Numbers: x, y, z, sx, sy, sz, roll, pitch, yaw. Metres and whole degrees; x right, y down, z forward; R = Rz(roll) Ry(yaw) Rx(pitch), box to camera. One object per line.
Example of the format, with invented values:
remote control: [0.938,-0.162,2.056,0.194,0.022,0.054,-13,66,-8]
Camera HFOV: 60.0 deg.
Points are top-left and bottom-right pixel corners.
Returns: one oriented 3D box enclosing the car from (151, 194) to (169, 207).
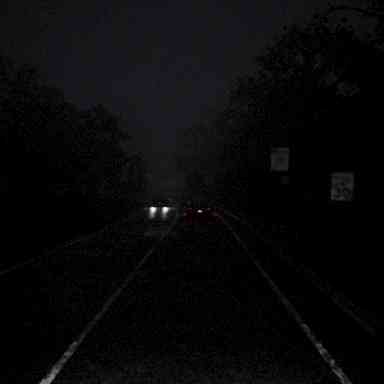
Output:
car: [-4.111,1.077,42.107,1.837,1.490,4.892,-1,1,-7]

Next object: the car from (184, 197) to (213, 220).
car: [0.557,1.336,25.951,1.994,1.385,4.181,0,1,0]

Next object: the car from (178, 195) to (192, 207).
car: [-0.591,1.105,42.254,1.994,1.385,4.181,-1,2,-7]
